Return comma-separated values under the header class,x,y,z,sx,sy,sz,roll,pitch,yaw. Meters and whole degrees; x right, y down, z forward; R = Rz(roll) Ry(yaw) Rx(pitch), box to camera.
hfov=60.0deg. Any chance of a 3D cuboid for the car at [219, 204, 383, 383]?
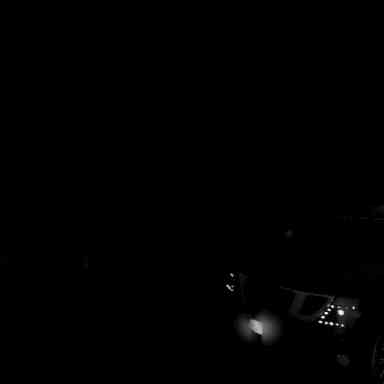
class,x,y,z,sx,sy,sz,roll,pitch,yaw
car,3.042,1.263,5.530,5.566,2.045,2.150,0,0,-35
